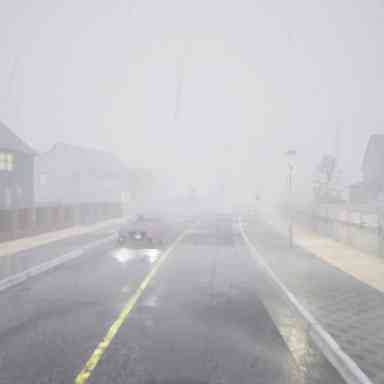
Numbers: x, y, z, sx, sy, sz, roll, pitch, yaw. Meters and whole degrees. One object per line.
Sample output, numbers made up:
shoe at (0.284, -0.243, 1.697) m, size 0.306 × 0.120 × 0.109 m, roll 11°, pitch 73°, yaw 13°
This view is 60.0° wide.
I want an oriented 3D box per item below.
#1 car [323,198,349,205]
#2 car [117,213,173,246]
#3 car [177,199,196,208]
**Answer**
car at (22.685, 1.654, 51.851) m, size 4.553 × 1.767 × 2.097 m, roll -1°, pitch 1°, yaw 14°
car at (-2.106, 1.694, 15.902) m, size 1.994 × 1.385 × 4.181 m, roll 0°, pitch 0°, yaw 5°
car at (-1.777, 2.041, 57.918) m, size 4.902 × 1.511 × 2.128 m, roll 0°, pitch 1°, yaw 14°
